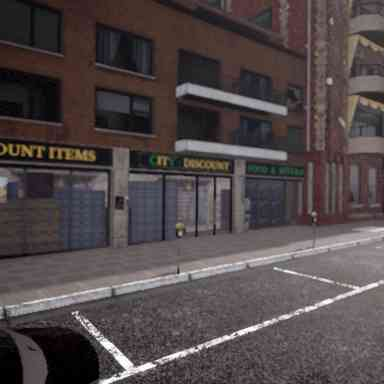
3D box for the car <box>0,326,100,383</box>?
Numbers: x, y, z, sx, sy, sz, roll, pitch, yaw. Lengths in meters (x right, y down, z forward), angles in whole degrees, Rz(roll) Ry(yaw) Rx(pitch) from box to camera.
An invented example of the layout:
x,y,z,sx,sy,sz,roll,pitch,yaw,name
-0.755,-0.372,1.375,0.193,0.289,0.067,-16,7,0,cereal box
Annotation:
x,y,z,sx,sy,sz,roll,pitch,yaw,name
-2.702,1.528,1.137,4.892,1.490,1.837,-1,1,-36,car
